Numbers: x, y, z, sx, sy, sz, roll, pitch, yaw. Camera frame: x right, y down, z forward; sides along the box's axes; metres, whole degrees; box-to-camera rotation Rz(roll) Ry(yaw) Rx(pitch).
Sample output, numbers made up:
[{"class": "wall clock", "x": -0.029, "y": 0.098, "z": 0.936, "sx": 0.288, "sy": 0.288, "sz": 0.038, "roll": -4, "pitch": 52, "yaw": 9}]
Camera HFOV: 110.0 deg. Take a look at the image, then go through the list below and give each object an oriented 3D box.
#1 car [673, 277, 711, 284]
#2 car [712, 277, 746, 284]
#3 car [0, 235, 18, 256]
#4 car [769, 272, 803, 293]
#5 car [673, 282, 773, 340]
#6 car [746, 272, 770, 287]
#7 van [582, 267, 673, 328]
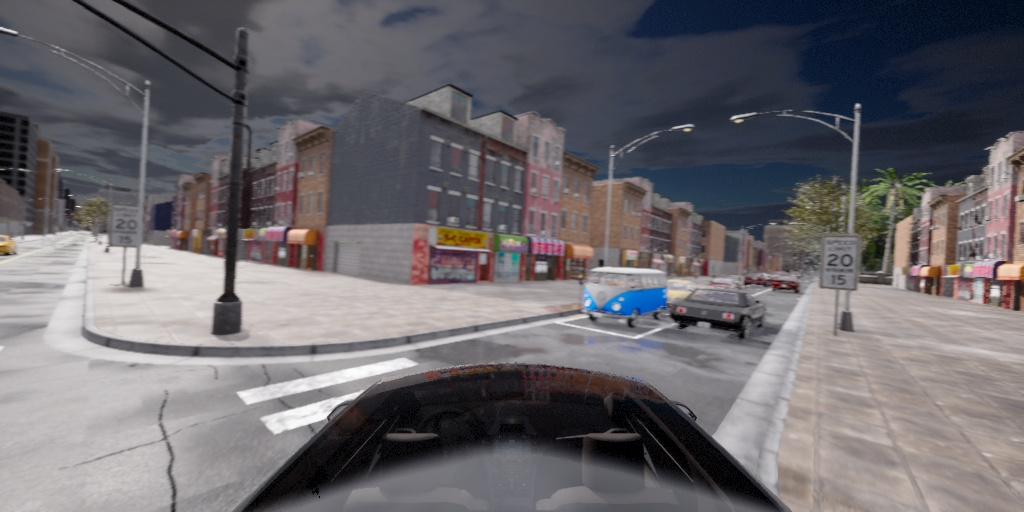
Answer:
[{"class": "car", "x": 7.396, "y": 1.672, "z": 16.327, "sx": 1.751, "sy": 1.417, "sz": 4.829, "roll": 0, "pitch": 0, "yaw": 40}, {"class": "car", "x": 14.776, "y": 2.120, "z": 24.999, "sx": 1.802, "sy": 1.307, "sz": 4.207, "roll": 0, "pitch": 0, "yaw": 40}, {"class": "car", "x": -38.638, "y": -0.861, "z": 26.679, "sx": 5.008, "sy": 1.535, "sz": 1.882, "roll": 3, "pitch": 0, "yaw": 41}, {"class": "car", "x": 26.299, "y": 2.642, "z": 34.323, "sx": 1.882, "sy": 1.535, "sz": 5.008, "roll": 3, "pitch": 0, "yaw": 41}, {"class": "car", "x": 6.899, "y": 1.720, "z": 11.697, "sx": 1.895, "sy": 1.301, "sz": 4.718, "roll": 3, "pitch": 0, "yaw": 42}, {"class": "car", "x": 28.322, "y": 2.619, "z": 41.399, "sx": 2.097, "sy": 1.767, "sz": 4.553, "roll": 3, "pitch": 0, "yaw": 40}, {"class": "van", "x": 3.872, "y": 1.292, "z": 12.185, "sx": 1.690, "sy": 1.789, "sz": 3.998, "roll": 0, "pitch": 0, "yaw": 40}]
